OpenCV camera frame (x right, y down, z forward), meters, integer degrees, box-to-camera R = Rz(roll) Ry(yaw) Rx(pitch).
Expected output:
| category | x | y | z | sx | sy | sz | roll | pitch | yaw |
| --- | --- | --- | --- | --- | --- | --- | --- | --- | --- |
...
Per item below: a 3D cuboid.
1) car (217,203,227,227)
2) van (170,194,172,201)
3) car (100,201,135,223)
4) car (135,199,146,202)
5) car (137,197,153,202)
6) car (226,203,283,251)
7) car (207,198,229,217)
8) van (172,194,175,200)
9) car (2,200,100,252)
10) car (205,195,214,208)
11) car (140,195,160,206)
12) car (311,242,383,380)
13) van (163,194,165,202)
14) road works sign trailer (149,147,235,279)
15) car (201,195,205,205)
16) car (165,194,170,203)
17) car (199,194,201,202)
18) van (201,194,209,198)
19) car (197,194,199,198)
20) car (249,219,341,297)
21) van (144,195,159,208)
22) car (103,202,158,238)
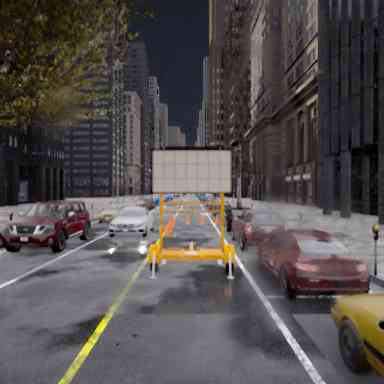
| category | x | y | z | sx | sy | sz | roll | pitch | yaw |
| --- | --- | --- | --- | --- | --- | --- | --- | --- | --- |
| car | 2.758 | 1.549 | 19.622 | 1.947 | 1.339 | 4.313 | 0 | 0 | 0 |
| van | -5.779 | 1.299 | 70.709 | 1.690 | 1.788 | 3.998 | 0 | 0 | 0 |
| car | -5.769 | 1.505 | 25.119 | 1.752 | 1.417 | 4.829 | 0 | 0 | 0 |
| car | -5.770 | 1.558 | 30.967 | 1.802 | 1.307 | 4.206 | 0 | 0 | 0 |
| car | -5.771 | 1.554 | 36.644 | 1.802 | 1.307 | 4.206 | 0 | 0 | 0 |
| car | 2.759 | 1.427 | 13.945 | 1.967 | 1.590 | 4.097 | 0 | 0 | 0 |
| car | 2.755 | 1.527 | 30.977 | 2.008 | 1.369 | 4.403 | 0 | 0 | 0 |
| van | -5.782 | 1.297 | 82.064 | 1.690 | 1.788 | 3.998 | 0 | 0 | 0 |
| car | -5.766 | 1.302 | 13.934 | 2.192 | 1.841 | 5.009 | 0 | 0 | 0 |
| car | 2.754 | 1.412 | 36.654 | 1.967 | 1.590 | 4.097 | 0 | 0 | 0 |
| car | -5.773 | 1.284 | 42.321 | 2.192 | 1.841 | 5.009 | 0 | 0 | 0 |
| car | 2.761 | 1.523 | 2.759 | 1.752 | 1.417 | 4.829 | 0 | 0 | 0 |
| van | -5.775 | 1.305 | 53.677 | 1.690 | 1.788 | 3.998 | 0 | 0 | 0 |
| road works sign trailer | -0.002 | 0.455 | 9.999 | 2.380 | 3.560 | 2.880 | 0 | 0 | 0 |
| car | 2.751 | 1.517 | 48.010 | 2.008 | 1.369 | 4.403 | 0 | 0 | 0 |
| car | -5.777 | 1.542 | 65.031 | 1.802 | 1.307 | 4.206 | 0 | 0 | 0 |
| car | 2.749 | 1.506 | 59.365 | 1.887 | 1.381 | 4.507 | 0 | 0 | 0 |
| van | 2.750 | 1.305 | 53.688 | 1.690 | 1.788 | 3.998 | 0 | 0 | 0 |
| car | 2.745 | 1.397 | 76.398 | 1.967 | 1.590 | 4.097 | 0 | 0 | 0 |
| car | 2.760 | 1.574 | 8.267 | 1.802 | 1.307 | 4.206 | 0 | 0 | 0 |
| van | -5.774 | 1.307 | 47.999 | 1.690 | 1.788 | 3.998 | 0 | 0 | 0 |
| car | -3.103 | 1.510 | 17.826 | 1.812 | 1.442 | 4.674 | 0 | 0 | 0 |
